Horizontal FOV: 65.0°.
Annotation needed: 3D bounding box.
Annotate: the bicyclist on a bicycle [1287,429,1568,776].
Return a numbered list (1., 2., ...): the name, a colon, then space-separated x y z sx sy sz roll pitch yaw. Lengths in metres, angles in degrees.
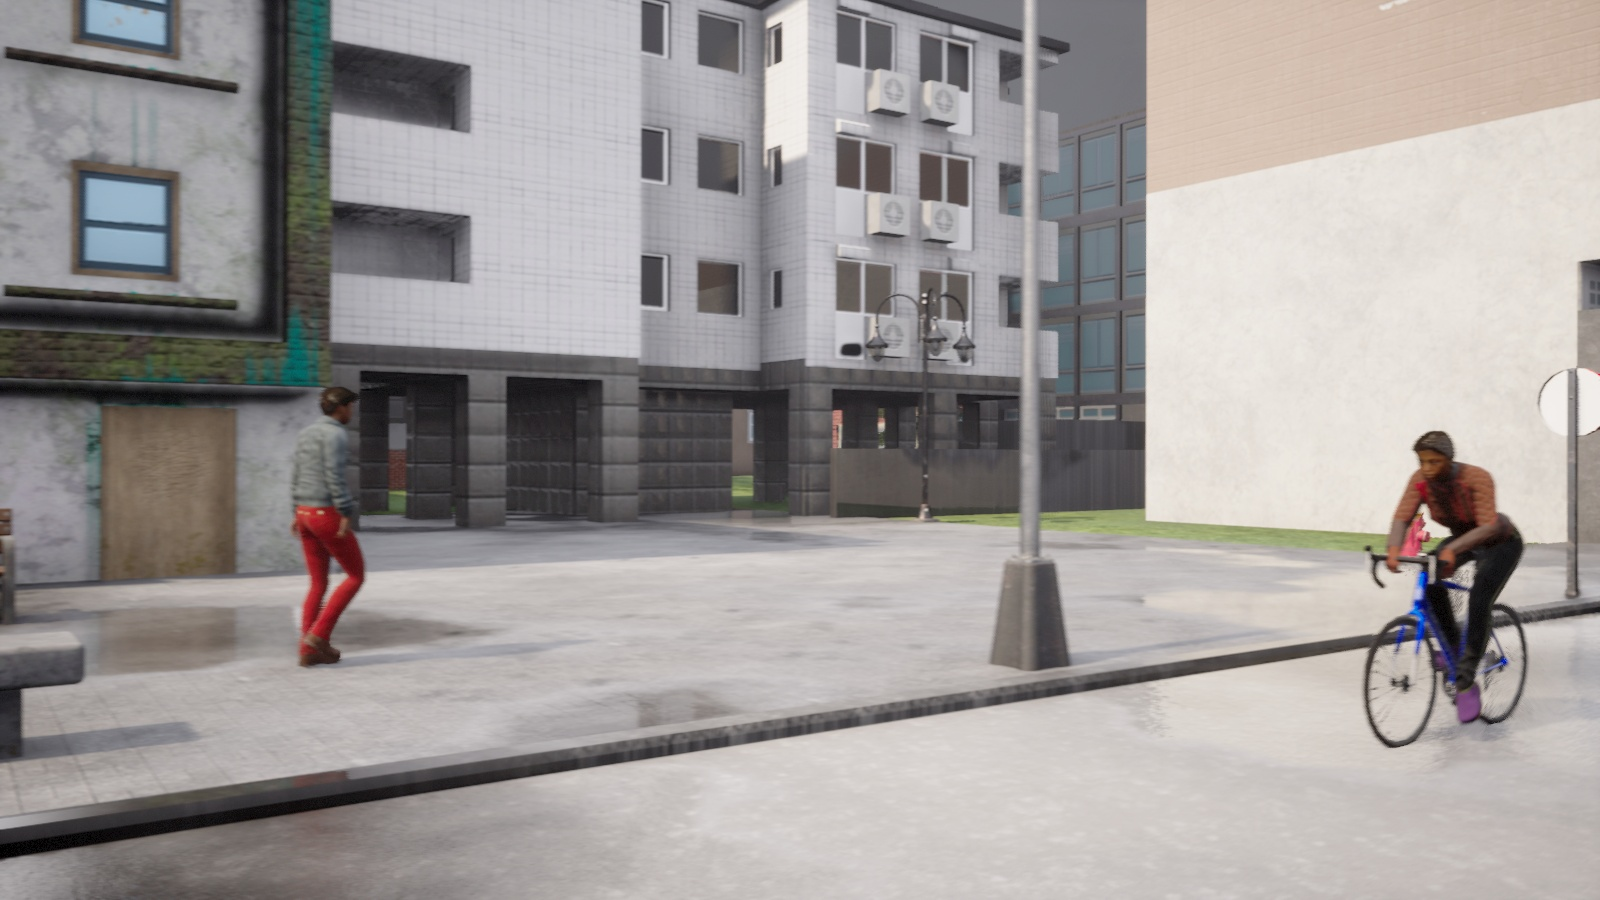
1. bicyclist on a bicycle: 3.314 0.707 6.577 1.656 1.620 0.582 -1 0 -35

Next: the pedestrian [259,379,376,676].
1. pedestrian: -3.126 0.481 8.144 0.353 1.847 0.614 0 0 43
